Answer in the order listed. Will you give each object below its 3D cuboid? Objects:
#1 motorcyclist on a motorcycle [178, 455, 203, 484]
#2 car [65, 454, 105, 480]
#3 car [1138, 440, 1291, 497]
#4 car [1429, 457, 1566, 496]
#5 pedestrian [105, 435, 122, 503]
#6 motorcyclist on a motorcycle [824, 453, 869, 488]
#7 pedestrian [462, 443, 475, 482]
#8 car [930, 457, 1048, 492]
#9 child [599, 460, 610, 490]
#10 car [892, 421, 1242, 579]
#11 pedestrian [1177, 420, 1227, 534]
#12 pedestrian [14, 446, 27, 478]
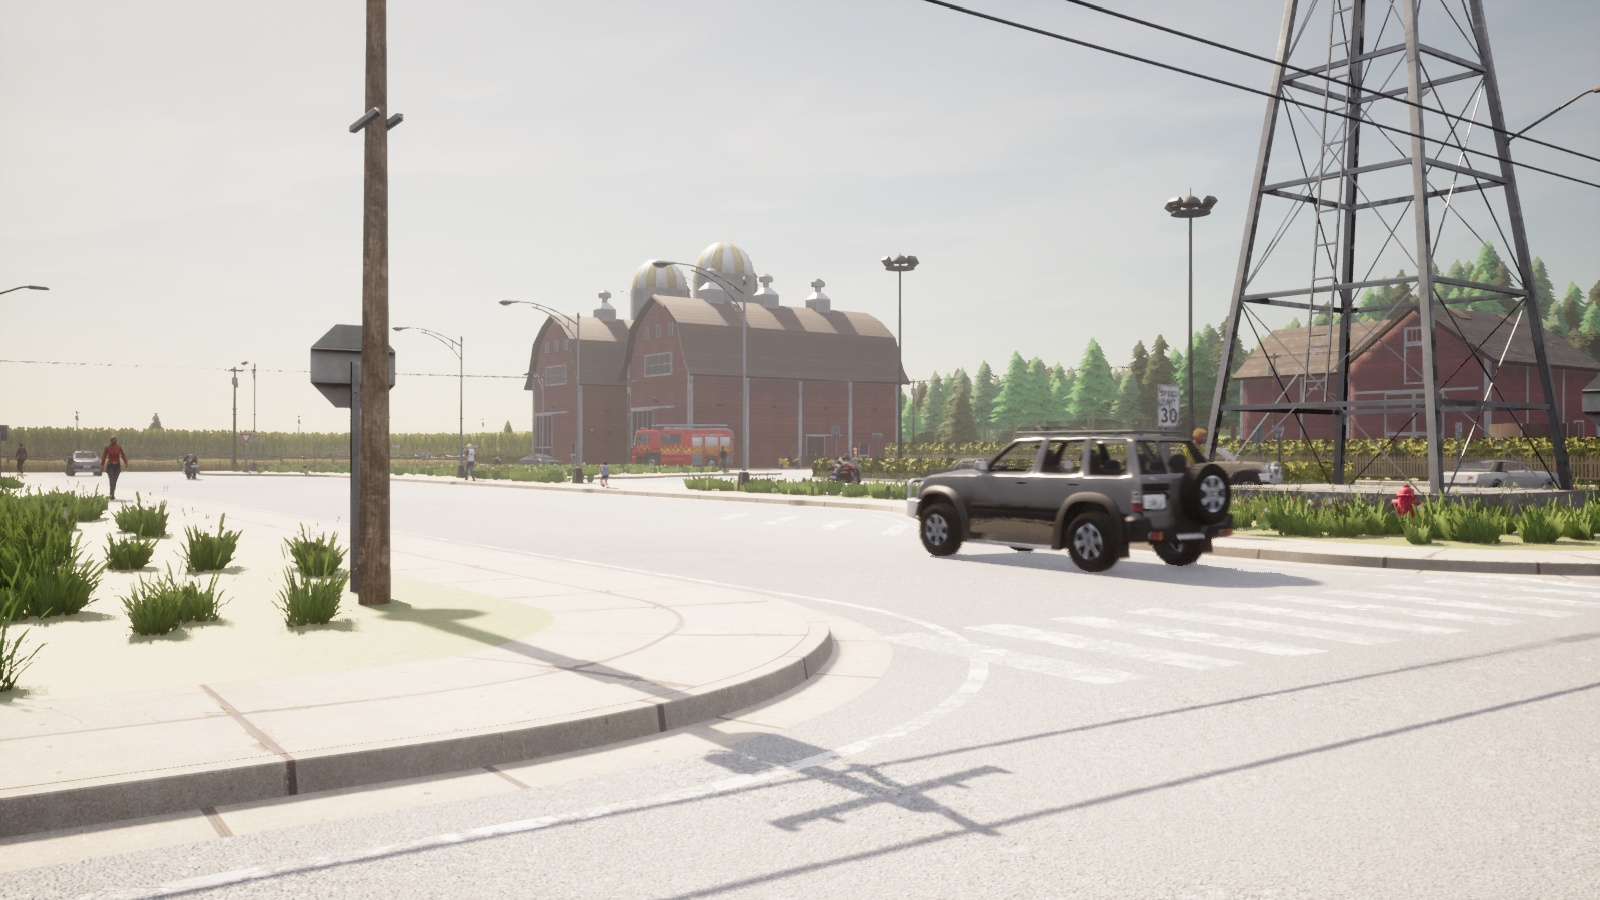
[{"bbox_3d":[-32.602,1.013,67.165,0.866,1.530,2.191,0,0,-36],"label":"motorcyclist on a motorcycle"},{"bbox_3d":[-43.258,1.001,75.940,1.789,1.549,3.705,0,0,-35],"label":"car"},{"bbox_3d":[14.202,0.640,43.096,4.605,1.855,1.932,-1,0,33],"label":"car"},{"bbox_3d":[24.458,0.901,43.995,4.718,1.301,1.895,0,0,-27],"label":"car"},{"bbox_3d":[-18.757,0.524,34.302,0.331,1.846,0.636,0,0,-35],"label":"pedestrian"},{"bbox_3d":[2.109,0.916,57.422,0.866,1.530,2.191,0,0,-36],"label":"motorcyclist on a motorcycle"},{"bbox_3d":[-15.506,0.577,58.739,0.354,1.836,0.706,0,0,-38],"label":"pedestrian"},{"bbox_3d":[7.433,0.952,49.940,1.895,1.301,4.718,0,0,-35],"label":"car"},{"bbox_3d":[-7.264,0.910,46.726,0.255,1.110,0.394,0,0,-38],"label":"child"},{"bbox_3d":[3.482,0.596,17.251,1.932,1.855,4.605,0,0,-35],"label":"car"},{"bbox_3d":[6.579,0.436,20.559,0.354,1.836,0.706,0,0,-32],"label":"pedestrian"},{"bbox_3d":[-43.365,0.663,69.841,0.869,1.805,0.328,0,0,37],"label":"pedestrian"}]
